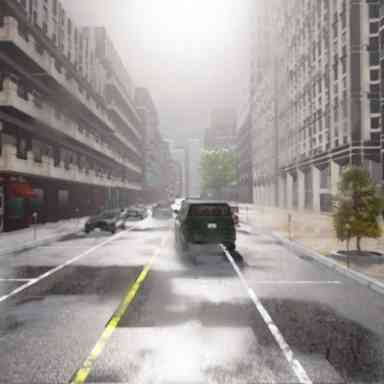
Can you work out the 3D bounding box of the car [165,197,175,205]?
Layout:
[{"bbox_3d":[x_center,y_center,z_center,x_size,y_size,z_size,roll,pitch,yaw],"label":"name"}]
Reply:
[{"bbox_3d":[-5.486,2.140,83.008,2.192,1.841,5.009,1,-1,0],"label":"car"}]

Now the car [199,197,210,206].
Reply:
[{"bbox_3d":[2.573,2.023,71.642,2.192,1.841,5.009,1,-1,0],"label":"car"}]

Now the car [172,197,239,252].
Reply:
[{"bbox_3d":[0.441,1.365,14.807,2.150,2.045,5.566,0,-1,-6],"label":"car"}]

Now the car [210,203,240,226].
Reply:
[{"bbox_3d":[2.562,1.697,26.426,1.967,1.590,4.097,1,-1,0],"label":"car"}]

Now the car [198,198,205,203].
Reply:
[{"bbox_3d":[2.653,2.383,94.250,1.967,1.590,4.097,1,-1,0],"label":"car"}]

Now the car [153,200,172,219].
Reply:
[{"bbox_3d":[-2.867,1.848,33.116,1.812,1.442,4.674,0,-1,0],"label":"car"}]

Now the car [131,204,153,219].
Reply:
[{"bbox_3d":[-5.297,1.864,32.189,2.008,1.369,4.403,1,-1,0],"label":"car"}]

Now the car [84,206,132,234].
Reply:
[{"bbox_3d":[-5.326,1.769,20.896,1.947,1.339,4.313,1,-1,0],"label":"car"}]

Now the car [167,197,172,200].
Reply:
[{"bbox_3d":[-5.486,2.332,77.359,1.947,1.339,4.313,1,-1,0],"label":"car"}]

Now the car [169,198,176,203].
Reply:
[{"bbox_3d":[-5.495,2.509,94.297,1.947,1.339,4.313,1,-1,0],"label":"car"}]

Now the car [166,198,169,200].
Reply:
[{"bbox_3d":[-5.302,2.061,54.604,1.752,1.417,4.829,1,-1,0],"label":"car"}]

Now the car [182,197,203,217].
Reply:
[{"bbox_3d":[0.076,1.585,37.107,2.150,2.045,5.566,0,0,0],"label":"car"}]

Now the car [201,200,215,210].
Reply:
[{"bbox_3d":[2.544,2.087,54.685,2.008,1.369,4.403,1,-1,0],"label":"car"}]
